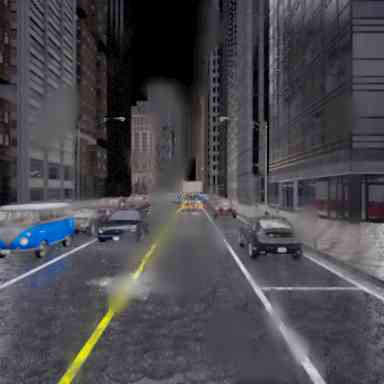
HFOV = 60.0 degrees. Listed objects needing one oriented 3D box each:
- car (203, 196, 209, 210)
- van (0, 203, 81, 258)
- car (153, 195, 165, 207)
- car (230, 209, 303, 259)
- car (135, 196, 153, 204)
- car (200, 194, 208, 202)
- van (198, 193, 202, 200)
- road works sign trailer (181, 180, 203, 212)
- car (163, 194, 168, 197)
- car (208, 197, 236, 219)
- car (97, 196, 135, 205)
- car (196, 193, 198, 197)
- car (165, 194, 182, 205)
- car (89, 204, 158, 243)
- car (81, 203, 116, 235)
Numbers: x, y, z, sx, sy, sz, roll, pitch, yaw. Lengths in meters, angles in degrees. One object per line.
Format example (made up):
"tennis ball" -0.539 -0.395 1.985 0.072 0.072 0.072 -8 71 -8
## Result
"car" 2.766 1.548 40.594 1.947 1.339 4.313 0 0 0
"van" -5.764 1.333 12.386 1.690 1.788 3.998 0 0 0
"car" -5.757 1.545 51.872 1.947 1.339 4.313 0 0 0
"car" 2.762 1.542 12.391 2.008 1.369 4.403 0 0 0
"car" -5.761 1.299 34.949 2.192 1.841 5.009 0 0 0
"car" 2.769 1.523 57.516 1.887 1.381 4.507 0 0 0
"van" 2.771 1.314 74.438 1.690 1.788 3.998 0 0 0
"road works sign trailer" 0.006 0.447 37.979 2.380 3.560 2.880 0 0 0
"car" -5.756 1.527 63.153 2.008 1.369 4.403 0 0 0
"car" 2.764 1.425 29.312 1.967 1.590 4.097 0 0 0
"car" -5.763 1.302 23.668 2.192 1.841 5.009 0 0 0
"car" 2.774 1.550 91.360 1.802 1.307 4.206 0 0 0
"car" -3.048 1.541 57.808 1.994 1.385 4.181 0 0 0
"car" -3.096 1.537 16.283 2.033 1.411 5.357 0 0 0
"car" -5.763 1.540 18.027 2.008 1.369 4.403 0 0 0
